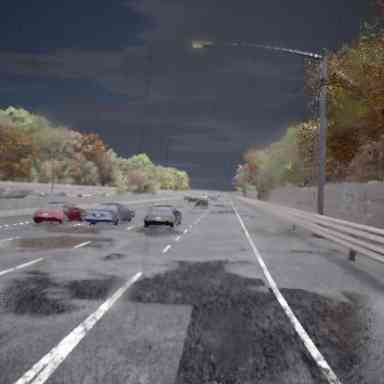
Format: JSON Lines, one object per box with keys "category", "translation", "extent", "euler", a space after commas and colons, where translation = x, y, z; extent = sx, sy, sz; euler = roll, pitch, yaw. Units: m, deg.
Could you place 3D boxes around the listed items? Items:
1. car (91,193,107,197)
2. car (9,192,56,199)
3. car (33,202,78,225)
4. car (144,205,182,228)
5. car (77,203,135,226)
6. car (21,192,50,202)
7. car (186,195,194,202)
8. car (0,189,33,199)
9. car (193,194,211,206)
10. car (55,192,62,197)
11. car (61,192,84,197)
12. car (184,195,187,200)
{"category": "car", "translation": [-15.821, 1.001, 56.393], "extent": [2.097, 1.767, 4.553], "euler": [2, 0, 6]}
{"category": "car", "translation": [-17.845, 1.040, 37.599], "extent": [1.882, 1.535, 5.008], "euler": [2, 0, 6]}
{"category": "car", "translation": [-8.814, 1.355, 22.456], "extent": [1.994, 1.385, 4.181], "euler": [2, 0, 6]}
{"category": "car", "translation": [-1.826, 1.549, 22.002], "extent": [1.994, 1.385, 4.181], "euler": [2, 0, 6]}
{"category": "car", "translation": [-5.320, 1.435, 22.223], "extent": [2.033, 1.411, 5.357], "euler": [2, 0, 6]}
{"category": "car", "translation": [-26.384, 0.873, 56.337], "extent": [2.128, 1.511, 4.902], "euler": [2, 0, 6]}
{"category": "car", "translation": [0.411, 1.612, 77.152], "extent": [1.882, 1.535, 5.008], "euler": [2, 0, 6]}
{"category": "car", "translation": [-21.098, 0.695, 39.901], "extent": [2.150, 2.045, 5.566], "euler": [2, 0, 7]}
{"category": "car", "translation": [1.821, 1.648, 56.960], "extent": [1.837, 1.490, 4.892], "euler": [2, 0, 6]}
{"category": "car", "translation": [-22.880, 0.803, 56.209], "extent": [2.097, 1.767, 4.553], "euler": [2, 0, 6]}
{"category": "car", "translation": [-19.419, 1.077, 55.701], "extent": [1.812, 1.442, 4.674], "euler": [2, 0, 6]}
{"category": "car", "translation": [-1.213, 1.597, 95.314], "extent": [1.882, 1.535, 5.008], "euler": [2, 0, 6]}
